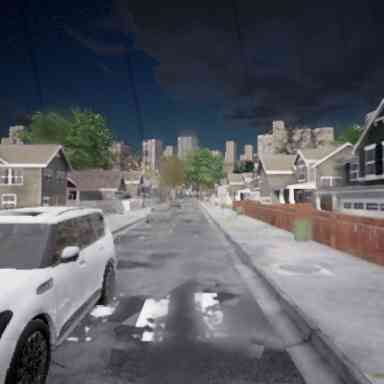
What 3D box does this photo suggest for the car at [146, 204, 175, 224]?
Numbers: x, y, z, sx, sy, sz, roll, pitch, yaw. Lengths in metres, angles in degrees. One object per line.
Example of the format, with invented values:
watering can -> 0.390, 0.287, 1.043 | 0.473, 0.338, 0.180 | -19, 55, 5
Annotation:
car -> -2.729, 1.929, 28.146 | 1.895, 1.301, 4.718 | 0, -1, 0

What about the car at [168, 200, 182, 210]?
car -> -2.710, 2.002, 53.821 | 1.837, 1.490, 4.892 | 0, -1, 0

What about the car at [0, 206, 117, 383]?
car -> -2.744, 1.301, 5.306 | 2.150, 2.045, 5.566 | 0, -1, 0
